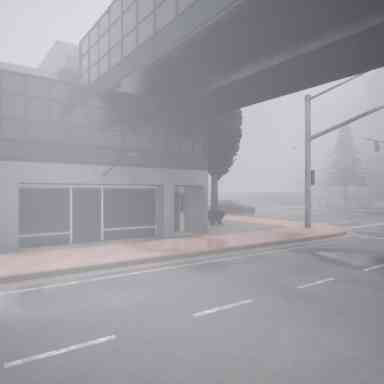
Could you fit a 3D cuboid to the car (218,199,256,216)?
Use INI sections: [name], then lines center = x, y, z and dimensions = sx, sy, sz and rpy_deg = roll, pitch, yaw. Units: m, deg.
[car]
center = 4.125, 1.477, 32.891
dimensions = 1.882, 1.535, 5.008
rpy_deg = 0, 0, -36
